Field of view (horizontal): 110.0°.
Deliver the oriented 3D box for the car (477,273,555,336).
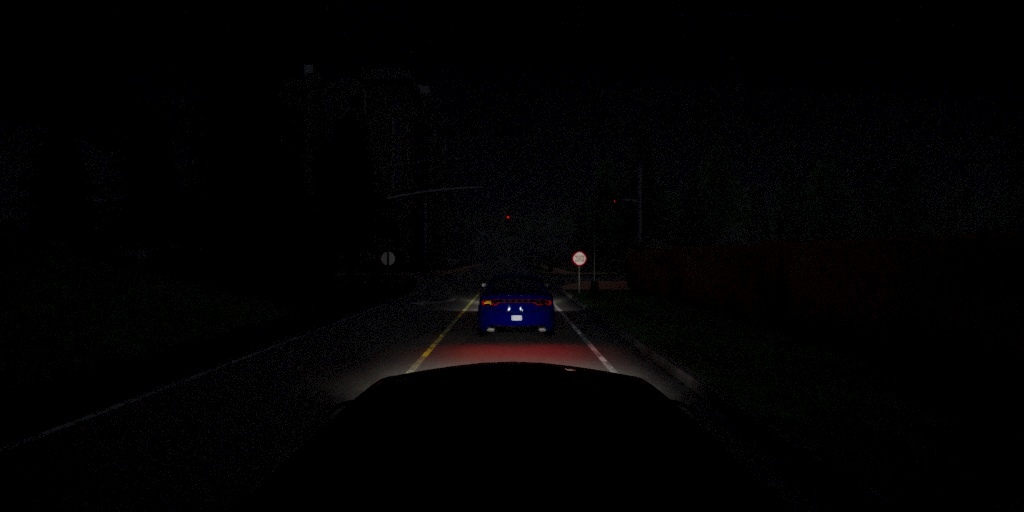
[{"bbox_3d":[0.100,1.227,10.458,1.882,1.535,5.008,0,0,0],"label":"car"}]
